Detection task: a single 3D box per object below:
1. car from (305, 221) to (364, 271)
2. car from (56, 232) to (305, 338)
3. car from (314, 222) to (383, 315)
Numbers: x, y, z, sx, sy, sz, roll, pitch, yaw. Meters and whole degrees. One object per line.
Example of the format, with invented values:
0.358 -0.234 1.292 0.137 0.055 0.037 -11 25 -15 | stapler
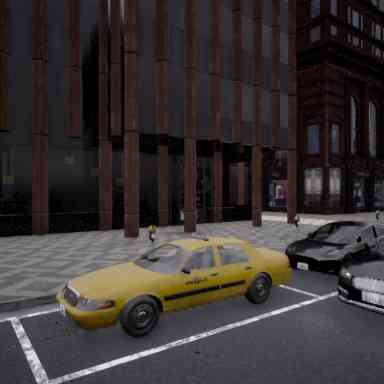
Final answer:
4.672 1.567 9.967 4.313 1.339 1.947 0 0 -35 | car
-0.060 1.525 6.601 4.829 1.417 1.752 0 0 -35 | car
4.994 1.492 6.928 4.902 1.511 2.128 0 0 -35 | car
